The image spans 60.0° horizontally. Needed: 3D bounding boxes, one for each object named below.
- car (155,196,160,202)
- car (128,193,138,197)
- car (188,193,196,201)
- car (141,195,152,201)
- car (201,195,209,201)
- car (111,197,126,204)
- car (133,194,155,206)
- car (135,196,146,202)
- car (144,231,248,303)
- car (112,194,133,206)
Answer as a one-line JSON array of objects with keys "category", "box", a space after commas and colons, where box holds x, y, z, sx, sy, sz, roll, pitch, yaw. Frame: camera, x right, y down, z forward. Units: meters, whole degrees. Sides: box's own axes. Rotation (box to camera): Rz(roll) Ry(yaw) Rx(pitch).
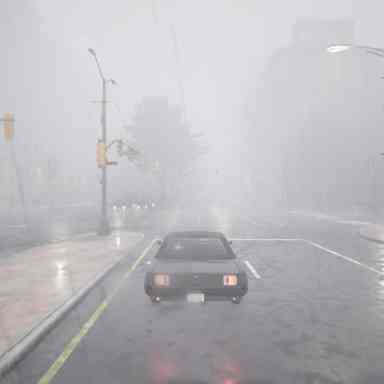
[{"category": "car", "box": [-8.029, 1.564, 65.742, 1.994, 1.385, 4.181, 0, 0, 1]}, {"category": "car", "box": [-11.537, 1.221, 64.520, 2.150, 2.045, 5.566, 0, 0, 1]}, {"category": "car", "box": [0.000, 1.540, 85.800, 2.033, 1.411, 5.357, 0, 0, 0]}, {"category": "car", "box": [-11.500, 1.525, 84.637, 2.128, 1.511, 4.902, 0, 0, 0]}, {"category": "car", "box": [3.500, 1.595, 86.978, 1.895, 1.301, 4.718, 0, 0, 0]}, {"category": "car", "box": [-14.749, 1.595, 66.814, 1.895, 1.301, 4.718, 0, 0, 0]}, {"category": "car", "box": [-8.088, 1.547, 56.506, 2.033, 1.411, 5.357, 0, 0, 0]}, {"category": "car", "box": [-11.500, 1.552, 74.403, 1.994, 1.385, 4.181, 0, 0, 0]}, {"category": "car", "box": [0.075, 1.601, 8.160, 1.895, 1.301, 4.718, 0, 0, 0]}, {"category": "car", "box": [-11.588, 1.525, 55.107, 1.812, 1.442, 4.674, 0, 0, 0]}]
